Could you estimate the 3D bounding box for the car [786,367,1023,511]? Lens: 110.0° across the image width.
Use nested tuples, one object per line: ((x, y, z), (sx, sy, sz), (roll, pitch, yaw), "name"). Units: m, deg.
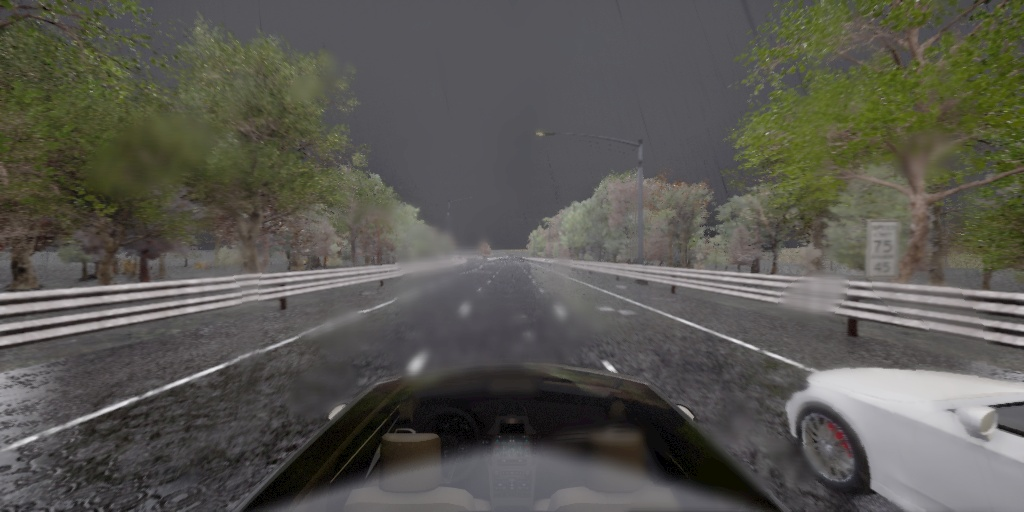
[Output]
((3.600, 1.276, 1.539), (1.812, 1.442, 4.674), (0, 0, 0), "car")
